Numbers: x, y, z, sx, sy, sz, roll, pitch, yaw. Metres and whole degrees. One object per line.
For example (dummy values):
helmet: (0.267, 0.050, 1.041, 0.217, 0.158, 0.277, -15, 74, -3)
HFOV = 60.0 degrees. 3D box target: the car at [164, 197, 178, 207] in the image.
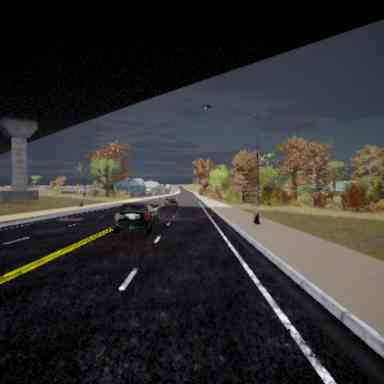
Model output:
car: (-3.219, 1.500, 51.670, 2.128, 1.511, 4.902, 0, 0, 0)

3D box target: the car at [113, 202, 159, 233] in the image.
car: (-3.170, 1.358, 19.705, 2.097, 1.767, 4.553, 0, 0, 0)
